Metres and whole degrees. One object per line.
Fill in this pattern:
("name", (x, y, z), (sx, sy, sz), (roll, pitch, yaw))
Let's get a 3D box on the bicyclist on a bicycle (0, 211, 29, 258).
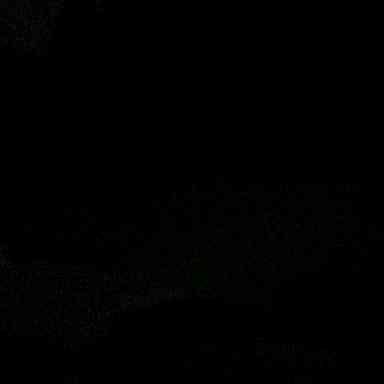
("bicyclist on a bicycle", (-6.335, 1.480, 11.230), (0.582, 1.620, 1.656), (0, -1, 43))
